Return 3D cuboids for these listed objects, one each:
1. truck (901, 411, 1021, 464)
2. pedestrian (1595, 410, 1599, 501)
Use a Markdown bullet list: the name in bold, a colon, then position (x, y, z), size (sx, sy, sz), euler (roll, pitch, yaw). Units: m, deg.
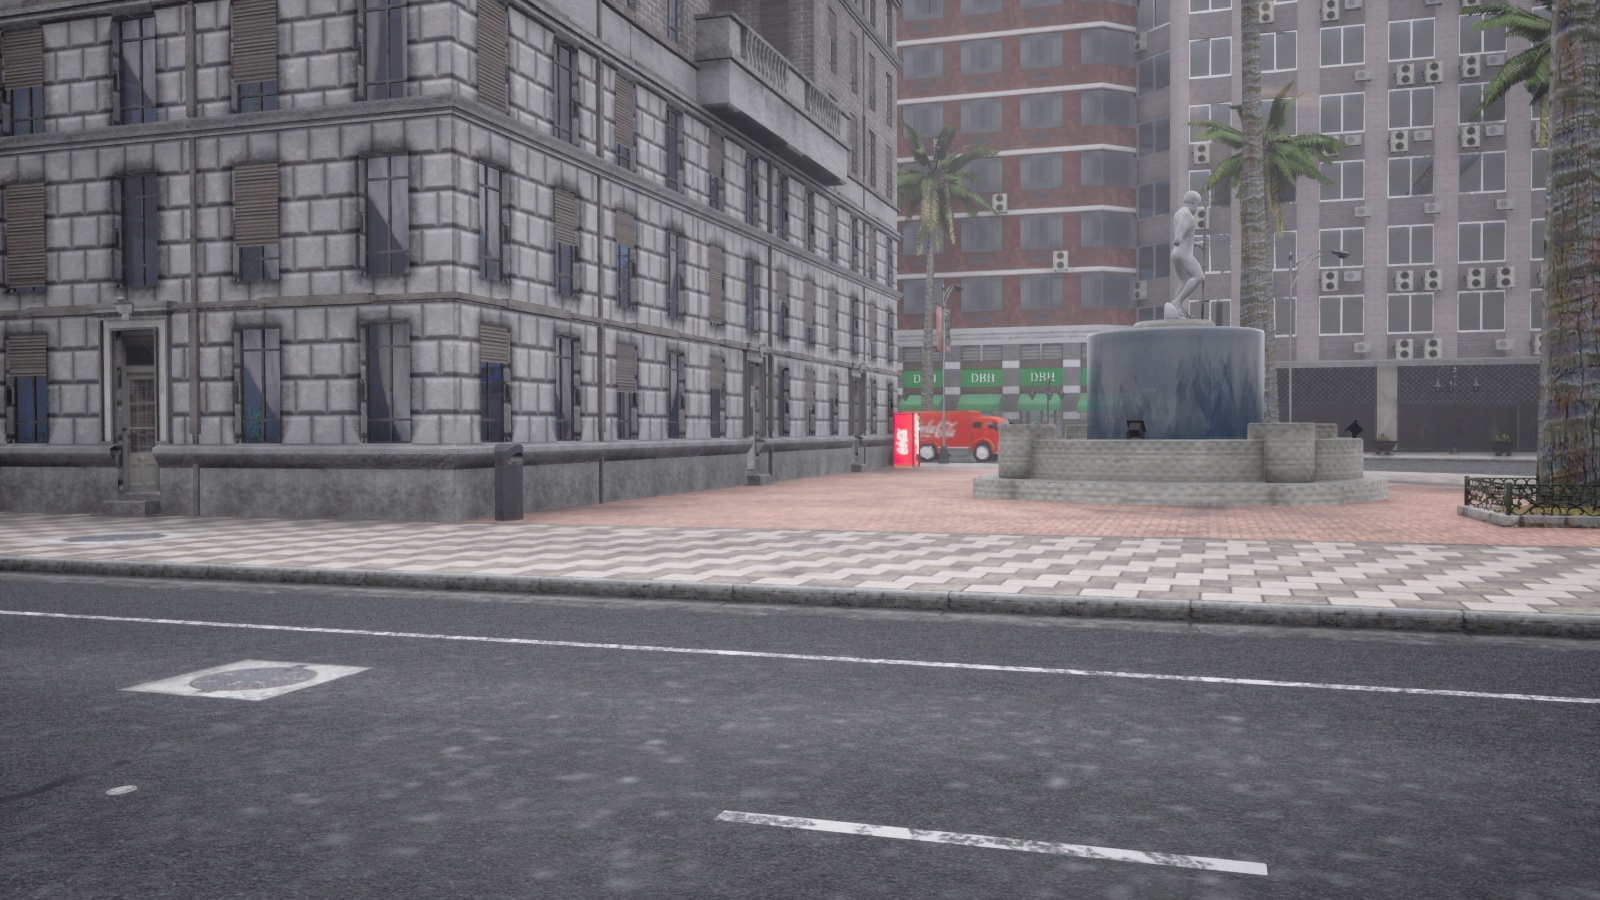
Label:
- **truck**: position (7.796, -0.605, 60.821), size (5.204, 2.467, 2.627), euler (1, 1, 25)
- **pedestrian**: position (17.264, 0.122, 26.595), size (0.423, 1.949, 0.788), euler (0, 1, 10)
